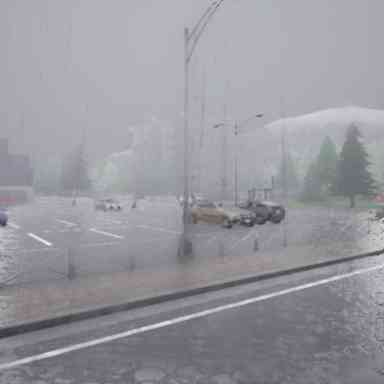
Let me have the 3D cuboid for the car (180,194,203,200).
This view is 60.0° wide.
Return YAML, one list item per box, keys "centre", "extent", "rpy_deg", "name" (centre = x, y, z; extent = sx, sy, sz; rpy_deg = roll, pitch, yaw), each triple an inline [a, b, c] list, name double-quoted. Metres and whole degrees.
- centre: [0.234, 1.260, 52.158]
  extent: [2.150, 2.045, 5.566]
  rpy_deg: [0, 0, -36]
  name: "car"

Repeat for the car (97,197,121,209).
- centre: [-11.026, 1.395, 43.963]
  extent: [1.845, 1.501, 3.633]
  rpy_deg: [0, 0, -36]
  name: "car"

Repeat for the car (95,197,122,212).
- centre: [-9.097, 1.402, 36.202]
  extent: [1.970, 1.475, 3.806]
  rpy_deg: [0, 0, -36]
  name: "car"

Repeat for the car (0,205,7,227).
- centre: [-12.383, 1.323, 20.270]
  extent: [1.845, 1.501, 3.633]
  rpy_deg: [0, 0, -36]
  name: "car"

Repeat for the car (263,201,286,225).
- centre: [4.225, 1.360, 22.864]
  extent: [2.007, 1.523, 4.514]
  rpy_deg: [0, 0, -36]
  name: "car"

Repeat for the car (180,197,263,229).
- centre: [1.713, 1.347, 20.985]
  extent: [2.152, 1.636, 5.027]
  rpy_deg: [0, 0, -36]
  name: "car"
